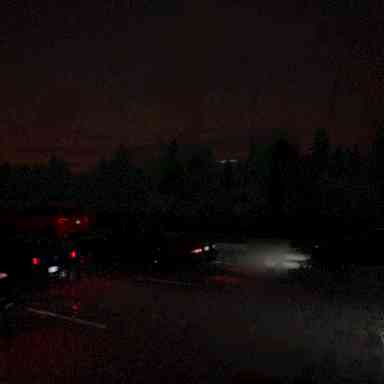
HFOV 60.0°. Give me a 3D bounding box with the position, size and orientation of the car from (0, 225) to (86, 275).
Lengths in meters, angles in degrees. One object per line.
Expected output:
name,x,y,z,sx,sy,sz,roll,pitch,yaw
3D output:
car,-5.816,1.860,10.225,4.718,1.301,1.895,0,-2,27

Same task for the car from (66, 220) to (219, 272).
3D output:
car,-1.747,1.917,12.089,5.357,1.411,2.033,0,-2,27

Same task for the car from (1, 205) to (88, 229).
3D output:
car,-8.654,1.739,19.506,5.566,2.045,2.150,0,-2,27

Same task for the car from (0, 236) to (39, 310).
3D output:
car,-5.489,1.626,6.144,4.902,1.511,2.128,0,-2,27

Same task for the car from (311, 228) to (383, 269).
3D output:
car,6.689,1.993,11.750,4.674,1.442,1.812,0,-2,27
